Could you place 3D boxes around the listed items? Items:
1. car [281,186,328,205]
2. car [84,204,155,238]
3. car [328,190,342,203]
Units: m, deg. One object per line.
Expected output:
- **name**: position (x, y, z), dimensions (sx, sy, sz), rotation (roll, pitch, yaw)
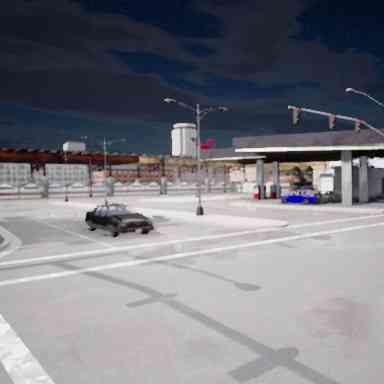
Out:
- **car**: position (12.136, 0.533, 37.064), dimensions (2.242, 1.667, 4.611), rotation (-2, 1, -35)
- **car**: position (-3.911, 1.333, 16.999), dimensions (2.033, 1.411, 5.357), rotation (-2, 1, -35)
- **car**: position (16.382, 0.556, 41.011), dimensions (1.970, 1.475, 3.806), rotation (-2, 1, -35)
